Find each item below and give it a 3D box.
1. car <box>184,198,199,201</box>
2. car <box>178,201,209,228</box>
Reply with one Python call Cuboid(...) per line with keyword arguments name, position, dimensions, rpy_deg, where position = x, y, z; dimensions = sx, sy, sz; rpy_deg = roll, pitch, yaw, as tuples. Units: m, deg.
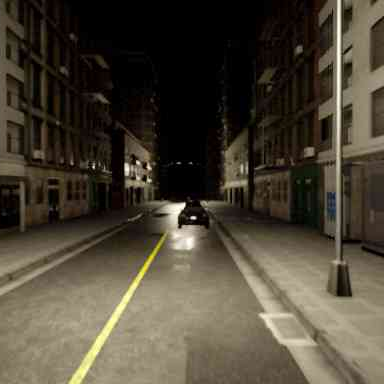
Cuboid(name="car", position=(0.095, 1.436, 40.537), dimensions=(2.128, 1.511, 4.902), rpy_deg=(0, 0, 0))
Cuboid(name="car", position=(0.097, 1.529, 21.897), dimensions=(1.994, 1.385, 4.181), rpy_deg=(0, 0, 0))
